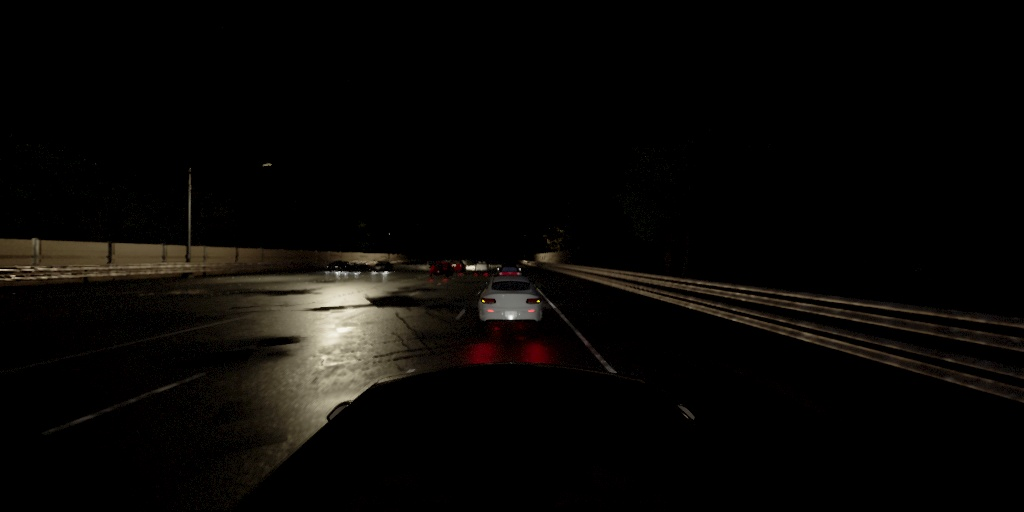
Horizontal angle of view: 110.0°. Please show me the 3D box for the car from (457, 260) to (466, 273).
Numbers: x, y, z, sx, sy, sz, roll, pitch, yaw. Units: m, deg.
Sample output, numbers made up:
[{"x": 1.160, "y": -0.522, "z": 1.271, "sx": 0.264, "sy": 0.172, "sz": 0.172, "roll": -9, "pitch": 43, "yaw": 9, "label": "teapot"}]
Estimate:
[{"x": -7.595, "y": 1.351, "z": 49.373, "sx": 2.097, "sy": 1.767, "sz": 4.553, "roll": 0, "pitch": 0, "yaw": -2, "label": "car"}]

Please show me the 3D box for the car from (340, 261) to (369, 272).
[{"x": -21.806, "y": 1.552, "z": 50.518, "sx": 1.895, "sy": 1.301, "sz": 4.718, "roll": 0, "pitch": 0, "yaw": -1, "label": "car"}]

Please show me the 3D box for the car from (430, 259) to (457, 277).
[{"x": -7.301, "y": 1.401, "z": 37.757, "sx": 1.882, "sy": 1.535, "sz": 5.008, "roll": 0, "pitch": 0, "yaw": -1, "label": "car"}]

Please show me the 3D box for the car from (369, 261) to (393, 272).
[{"x": -18.323, "y": 1.495, "z": 51.164, "sx": 1.812, "sy": 1.442, "sz": 4.674, "roll": 0, "pitch": -1, "yaw": -1, "label": "car"}]

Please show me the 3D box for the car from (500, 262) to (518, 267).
[{"x": -0.227, "y": 1.455, "z": 28.653, "sx": 1.994, "sy": 1.385, "sz": 4.181, "roll": 0, "pitch": 0, "yaw": -1, "label": "car"}]

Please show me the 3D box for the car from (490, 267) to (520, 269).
[{"x": -0.102, "y": 1.434, "z": 19.194, "sx": 1.895, "sy": 1.301, "sz": 4.718, "roll": 0, "pitch": 0, "yaw": -1, "label": "car"}]

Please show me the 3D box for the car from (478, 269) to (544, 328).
[{"x": -0.038, "y": 1.313, "z": 11.409, "sx": 1.812, "sy": 1.442, "sz": 4.674, "roll": 0, "pitch": 0, "yaw": 0, "label": "car"}]

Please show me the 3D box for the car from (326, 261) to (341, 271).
[{"x": -25.355, "y": 1.459, "z": 52.583, "sx": 1.837, "sy": 1.490, "sz": 4.892, "roll": 0, "pitch": -1, "yaw": -1, "label": "car"}]

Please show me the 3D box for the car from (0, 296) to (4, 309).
[{"x": -17.139, "y": 1.085, "z": 9.302, "sx": 2.097, "sy": 1.767, "sz": 4.553, "roll": 0, "pitch": 0, "yaw": -1, "label": "car"}]

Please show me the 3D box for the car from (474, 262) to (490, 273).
[{"x": -4.079, "y": 1.540, "z": 49.435, "sx": 1.812, "sy": 1.442, "sz": 4.674, "roll": 0, "pitch": 0, "yaw": -2, "label": "car"}]
